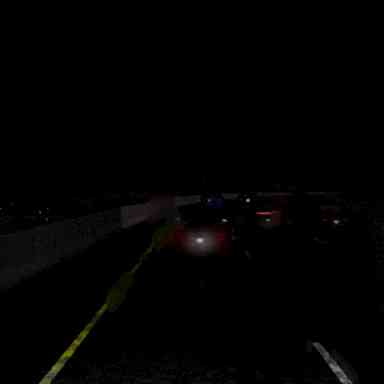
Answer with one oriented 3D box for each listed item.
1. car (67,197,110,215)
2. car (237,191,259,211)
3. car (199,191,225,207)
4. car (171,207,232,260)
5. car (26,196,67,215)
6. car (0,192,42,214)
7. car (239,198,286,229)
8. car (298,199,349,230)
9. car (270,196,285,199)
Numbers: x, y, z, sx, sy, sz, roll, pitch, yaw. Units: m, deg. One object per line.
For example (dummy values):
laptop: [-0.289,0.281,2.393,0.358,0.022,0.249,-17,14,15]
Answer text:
car: [-9.048,1.213,30.250,1.882,1.535,5.008,0,0,6]
car: [6.091,0.939,36.465,2.150,2.045,5.566,0,1,9]
car: [2.024,0.955,32.936,2.150,2.045,5.566,0,0,8]
car: [0.348,1.464,12.119,1.994,1.385,4.181,0,0,2]
car: [-12.520,1.314,30.703,2.033,1.411,5.357,0,0,6]
car: [-16.000,1.026,31.067,2.150,2.045,5.566,0,0,6]
car: [4.267,1.338,20.160,2.128,1.511,4.902,0,1,4]
car: [7.761,1.382,19.894,1.812,1.442,4.674,0,1,4]
car: [10.336,1.171,40.581,1.882,1.535,5.008,0,0,10]
